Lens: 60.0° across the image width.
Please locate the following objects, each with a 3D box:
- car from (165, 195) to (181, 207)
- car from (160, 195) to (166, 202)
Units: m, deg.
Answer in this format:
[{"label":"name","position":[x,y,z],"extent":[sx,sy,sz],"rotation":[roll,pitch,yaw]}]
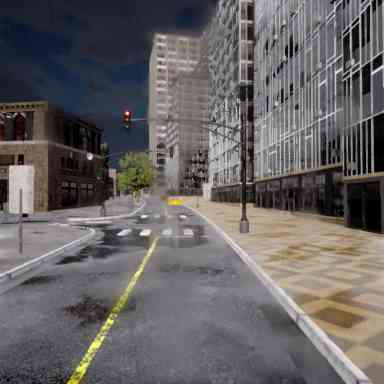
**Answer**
[{"label":"car","position":[-2.681,1.472,50.747],"extent":[1.882,1.535,5.008],"rotation":[0,0,-6]},{"label":"car","position":[-6.426,1.506,78.313],"extent":[1.812,1.442,4.674],"rotation":[0,0,-10]}]
